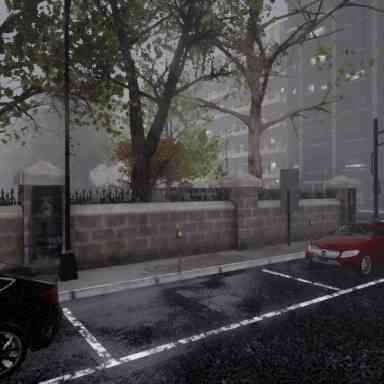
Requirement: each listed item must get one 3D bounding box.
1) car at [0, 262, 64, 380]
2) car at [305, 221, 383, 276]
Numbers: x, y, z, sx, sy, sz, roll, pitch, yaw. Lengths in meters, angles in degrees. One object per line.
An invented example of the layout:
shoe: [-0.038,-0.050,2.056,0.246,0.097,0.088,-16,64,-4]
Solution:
car: [-3.791,1.566,3.886,4.313,1.339,1.947,0,0,-35]
car: [5.279,1.581,10.232,4.206,1.307,1.802,0,0,-35]
